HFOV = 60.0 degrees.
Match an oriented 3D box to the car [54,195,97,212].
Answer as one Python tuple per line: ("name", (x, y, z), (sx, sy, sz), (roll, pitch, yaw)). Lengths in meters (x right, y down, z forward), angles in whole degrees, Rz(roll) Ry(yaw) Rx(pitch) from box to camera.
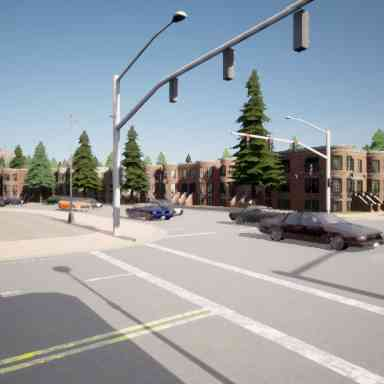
("car", (-13.609, 1.351, 38.708), (4.553, 1.767, 2.097), (0, 0, 40))

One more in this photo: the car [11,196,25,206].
("car", (-27.930, 1.331, 50.928), (4.902, 1.511, 2.128), (0, 0, 16))

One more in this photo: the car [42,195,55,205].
("car", (-23.225, 1.352, 56.500), (4.553, 1.767, 2.097), (0, 0, 21))

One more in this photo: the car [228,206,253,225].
("car", (4.742, 1.601, 21.929), (1.895, 1.301, 4.718), (0, 0, -42))

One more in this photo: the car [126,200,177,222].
("car", (-3.463, 1.601, 26.662), (1.895, 1.301, 4.718), (0, 0, -37))

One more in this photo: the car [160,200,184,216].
("car", (-2.710, 1.489, 31.449), (2.128, 1.511, 4.902), (0, 0, -37))

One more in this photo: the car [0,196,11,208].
("car", (-28.909, 1.542, 47.568), (4.892, 1.490, 1.837), (0, 0, 16))

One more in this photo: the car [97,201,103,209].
("car", (-13.644, 1.493, 43.258), (4.902, 1.511, 2.128), (0, 0, 36))

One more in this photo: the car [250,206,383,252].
("car", (5.283, 1.548, 14.419), (2.033, 1.411, 5.357), (0, 0, -34))

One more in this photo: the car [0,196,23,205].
("car", (-32.908, 1.492, 58.970), (4.902, 1.511, 2.128), (0, 0, 9))
